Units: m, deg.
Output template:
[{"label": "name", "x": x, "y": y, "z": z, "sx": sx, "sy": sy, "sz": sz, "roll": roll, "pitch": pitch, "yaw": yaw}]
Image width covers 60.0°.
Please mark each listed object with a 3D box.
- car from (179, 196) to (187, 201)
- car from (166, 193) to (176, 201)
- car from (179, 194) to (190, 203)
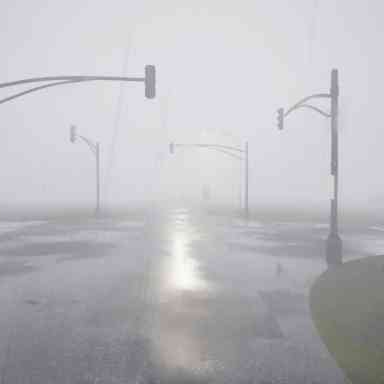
[{"label": "car", "x": -2.219, "y": 1.559, "z": 80.003, "sx": 1.895, "sy": 1.301, "sz": 4.718, "roll": 0, "pitch": 0, "yaw": -4}, {"label": "car", "x": -4.604, "y": 1.013, "z": 74.022, "sx": 2.097, "sy": 1.767, "sz": 4.553, "roll": 0, "pitch": 0, "yaw": -3}, {"label": "car", "x": -1.617, "y": 1.384, "z": 69.929, "sx": 2.097, "sy": 1.767, "sz": 4.553, "roll": 0, "pitch": 0, "yaw": -3}]
